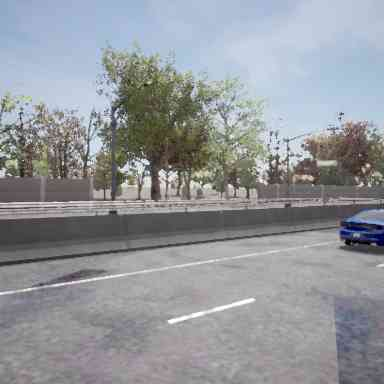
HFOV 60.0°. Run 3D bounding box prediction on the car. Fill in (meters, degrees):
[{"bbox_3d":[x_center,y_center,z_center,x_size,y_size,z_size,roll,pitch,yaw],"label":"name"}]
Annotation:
[{"bbox_3d":[8.269,1.484,14.067,5.008,1.535,1.882,0,0,-35],"label":"car"}]
